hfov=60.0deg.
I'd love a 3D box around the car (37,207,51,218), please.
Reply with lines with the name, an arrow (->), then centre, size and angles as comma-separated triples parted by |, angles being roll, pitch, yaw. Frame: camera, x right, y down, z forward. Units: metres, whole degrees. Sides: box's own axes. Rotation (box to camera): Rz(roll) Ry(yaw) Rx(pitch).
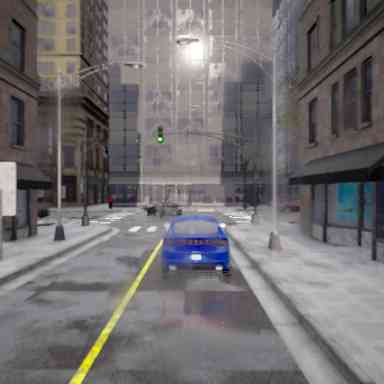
car -> -14.865, 1.574, 28.706 | 5.008, 1.535, 1.882 | 0, 0, 0

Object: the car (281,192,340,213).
car -> 12.579, 1.077, 35.502 | 5.566, 2.045, 2.150 | 0, 0, 0

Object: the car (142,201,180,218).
car -> -2.650, 1.498, 28.592 | 2.128, 1.511, 4.902 | 0, 0, -31

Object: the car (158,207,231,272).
car -> 0.104, 1.475, 10.761 | 1.882, 1.535, 5.008 | 0, 0, 0

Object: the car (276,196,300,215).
car -> 10.370, 1.240, 32.245 | 4.553, 1.767, 2.097 | 0, 0, 0

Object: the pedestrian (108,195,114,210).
pedestrian -> -9.679, 1.158, 39.583 | 0.375, 1.860, 0.375 | 0, 1, 0
